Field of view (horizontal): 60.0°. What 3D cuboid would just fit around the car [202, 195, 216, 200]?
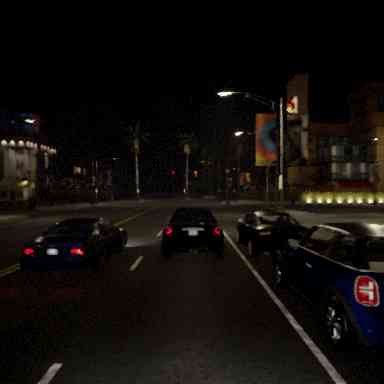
[{"bbox_3d":[4.800,1.491,92.088,4.674,1.442,1.812,0,0,-43],"label":"car"}]

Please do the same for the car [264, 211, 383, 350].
[{"bbox_3d":[3.043,1.352,6.389,2.185,1.767,4.553,0,0,0],"label":"car"}]

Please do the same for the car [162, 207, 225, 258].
[{"bbox_3d":[0.052,1.347,12.910,2.097,1.767,4.553,0,0,0],"label":"car"}]

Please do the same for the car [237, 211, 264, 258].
[{"bbox_3d":[2.906,1.475,12.814,2.097,1.535,5.008,0,0,0],"label":"car"}]

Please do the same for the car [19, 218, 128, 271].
[{"bbox_3d":[-3.468,1.544,10.818,2.033,1.411,5.357,0,0,1],"label":"car"}]
